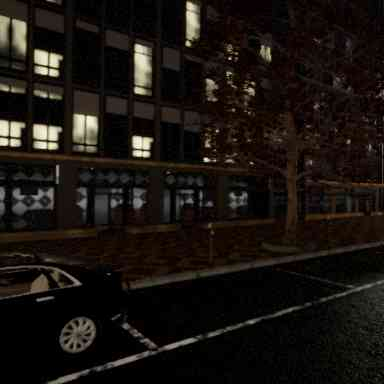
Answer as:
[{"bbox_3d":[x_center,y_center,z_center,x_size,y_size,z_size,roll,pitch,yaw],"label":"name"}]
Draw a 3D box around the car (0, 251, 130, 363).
[{"bbox_3d":[-3.008,1.551,4.411,4.403,1.369,2.008,1,0,-35],"label":"car"}]
